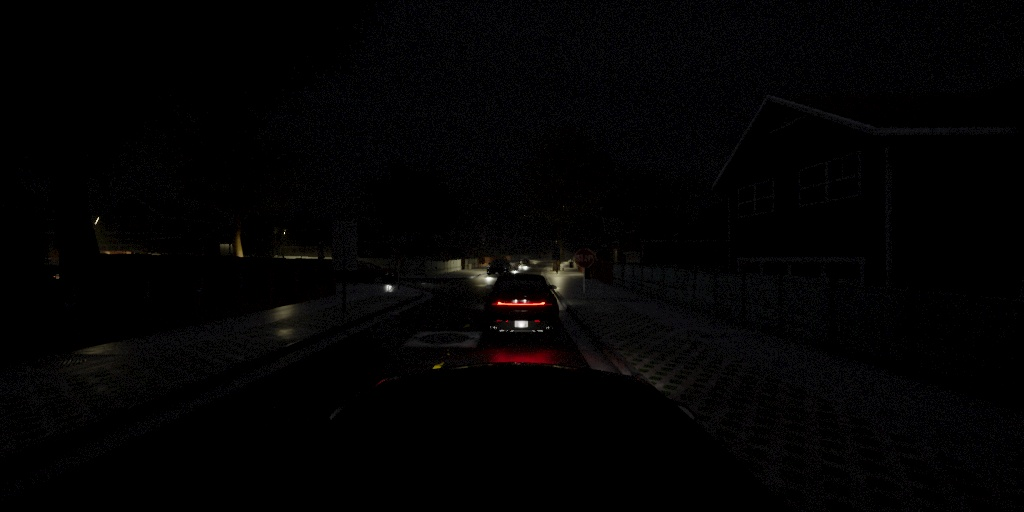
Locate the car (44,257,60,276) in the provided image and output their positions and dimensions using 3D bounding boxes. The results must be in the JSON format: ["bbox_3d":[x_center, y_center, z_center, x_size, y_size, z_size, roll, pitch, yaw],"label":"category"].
[{"bbox_3d":[-31.803,0.739,24.470,4.718,1.301,1.895,1,0,3],"label":"car"}]

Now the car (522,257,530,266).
[{"bbox_3d":[2.040,0.996,64.086,2.128,1.511,4.902,0,0,9],"label":"car"}]

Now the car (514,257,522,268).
[{"bbox_3d":[-0.162,1.155,47.712,1.812,1.442,4.674,0,0,7],"label":"car"}]

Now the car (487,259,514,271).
[{"bbox_3d":[-1.272,1.058,36.486,2.097,1.767,4.553,0,0,5],"label":"car"}]

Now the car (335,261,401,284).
[{"bbox_3d":[-9.782,1.042,23.233,5.008,1.535,1.882,1,0,3],"label":"car"}]

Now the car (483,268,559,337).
[{"bbox_3d":[0.257,1.255,10.339,1.837,1.490,4.892,0,0,1],"label":"car"}]
